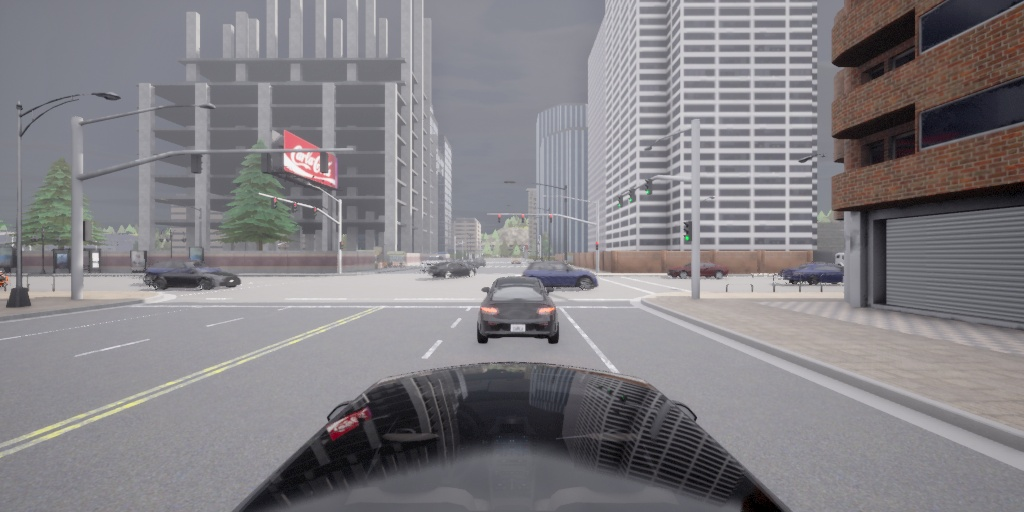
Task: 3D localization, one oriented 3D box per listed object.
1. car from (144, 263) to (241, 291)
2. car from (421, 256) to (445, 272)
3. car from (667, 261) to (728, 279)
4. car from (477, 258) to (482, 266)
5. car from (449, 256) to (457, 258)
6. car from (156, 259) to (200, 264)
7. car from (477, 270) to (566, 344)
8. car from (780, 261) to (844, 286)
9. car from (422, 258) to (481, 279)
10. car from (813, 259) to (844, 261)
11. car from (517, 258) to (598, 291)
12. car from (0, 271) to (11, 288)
[{"bbox_3d":[-18.761,1.314,21.433,4.181,1.385,1.994,0,0,0],"label":"car"},{"bbox_3d":[-10.084,0.971,46.199,2.150,2.045,5.566,0,0,1],"label":"car"},{"bbox_3d":[16.460,1.227,31.905,5.008,1.535,1.882,0,0,0],"label":"car"},{"bbox_3d":[-6.444,1.314,58.524,1.994,1.385,4.181,0,0,0],"label":"car"},{"bbox_3d":[-9.970,1.102,55.669,2.097,1.767,4.553,0,0,1],"label":"car"},{"bbox_3d":[-22.570,1.102,24.957,4.553,1.767,2.097,0,0,0],"label":"car"},{"bbox_3d":[0.157,1.276,9.484,1.812,1.442,4.674,0,0,1],"label":"car"},{"bbox_3d":[21.353,1.275,24.674,4.674,1.442,1.812,0,0,0],"label":"car"},{"bbox_3d":[-5.313,1.255,32.071,1.837,1.490,4.892,2,1,37],"label":"car"},{"bbox_3d":[26.653,1.227,31.829,5.008,1.535,1.882,0,0,0],"label":"car"},{"bbox_3d":[2.738,1.102,21.294,4.553,1.767,2.097,0,0,0],"label":"car"},{"bbox_3d":[-33.429,1.101,21.530,4.553,1.767,2.097,0,0,0],"label":"car"}]
